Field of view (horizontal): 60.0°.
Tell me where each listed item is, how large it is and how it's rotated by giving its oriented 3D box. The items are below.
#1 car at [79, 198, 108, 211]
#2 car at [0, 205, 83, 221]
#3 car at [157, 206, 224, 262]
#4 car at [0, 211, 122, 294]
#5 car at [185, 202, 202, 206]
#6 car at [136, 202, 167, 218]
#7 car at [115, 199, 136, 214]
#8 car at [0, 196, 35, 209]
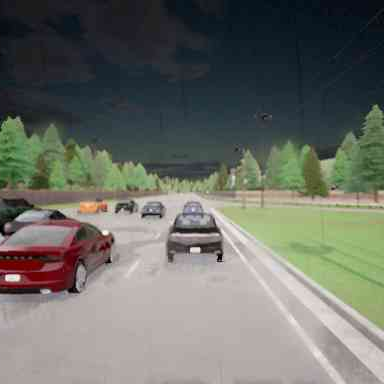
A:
[{"bbox_3d":[-10.402,1.374,35.232,2.097,1.767,4.553,0,0,0],"label":"car"},{"bbox_3d":[-6.914,1.536,15.652,1.812,1.442,4.674,0,0,0],"label":"car"},{"bbox_3d":[0.098,1.499,12.228,2.128,1.511,4.902,0,0,0],"label":"car"},{"bbox_3d":[-3.404,1.483,8.810,1.882,1.535,5.008,0,0,0],"label":"car"},{"bbox_3d":[0.098,1.567,30.174,2.033,1.411,5.357,0,0,0],"label":"car"},{"bbox_3d":[-3.401,1.566,30.091,2.033,1.411,5.357,0,0,0],"label":"car"},{"bbox_3d":[-6.902,1.527,35.559,1.837,1.490,4.892,0,0,0],"label":"car"},{"bbox_3d":[-10.401,1.233,18.609,2.150,2.045,5.566,0,0,0],"label":"car"}]
